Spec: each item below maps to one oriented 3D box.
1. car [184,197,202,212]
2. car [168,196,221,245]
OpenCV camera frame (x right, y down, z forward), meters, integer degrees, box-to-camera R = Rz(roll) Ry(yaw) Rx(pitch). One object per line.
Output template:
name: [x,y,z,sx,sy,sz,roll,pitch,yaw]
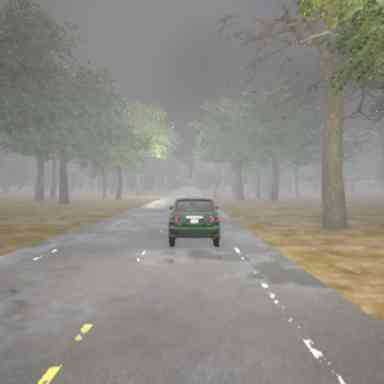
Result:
car: [0.087,1.343,37.010,1.812,1.442,4.674,0,1,0]
car: [0.094,1.215,15.536,2.150,2.045,5.566,0,0,0]
